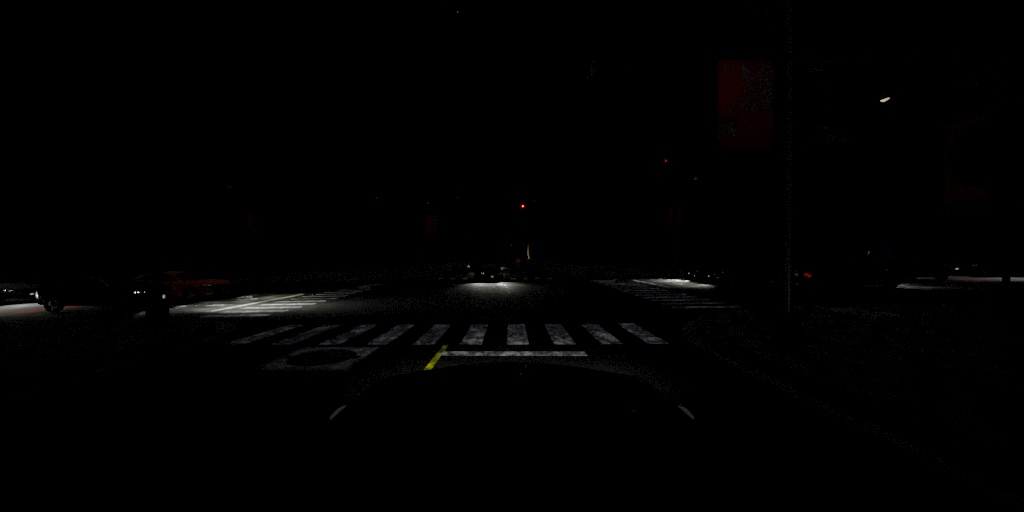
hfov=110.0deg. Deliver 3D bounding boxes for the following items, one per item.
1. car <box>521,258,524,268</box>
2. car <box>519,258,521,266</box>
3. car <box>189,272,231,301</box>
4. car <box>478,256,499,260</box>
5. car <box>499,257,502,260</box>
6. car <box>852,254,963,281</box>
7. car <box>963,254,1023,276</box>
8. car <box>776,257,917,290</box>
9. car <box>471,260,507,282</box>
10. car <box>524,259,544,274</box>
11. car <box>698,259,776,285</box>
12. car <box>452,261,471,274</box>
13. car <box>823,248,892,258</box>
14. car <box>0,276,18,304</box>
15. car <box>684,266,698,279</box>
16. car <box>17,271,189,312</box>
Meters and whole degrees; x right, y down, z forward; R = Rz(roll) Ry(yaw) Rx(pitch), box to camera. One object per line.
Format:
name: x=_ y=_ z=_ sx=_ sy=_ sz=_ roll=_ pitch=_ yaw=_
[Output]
car: x=2.661 y=1.311 z=52.009 sx=1.888 sy=1.381 sz=4.507 roll=0 pitch=0 yaw=0
car: x=2.632 y=1.320 z=57.453 sx=2.007 sy=1.370 sz=4.403 roll=0 pitch=0 yaw=0
car: x=-17.655 y=1.530 z=18.898 sx=5.008 sy=1.535 sz=1.882 roll=-1 pitch=0 yaw=2
car: x=-3.177 y=0.984 z=47.051 sx=2.150 sy=2.045 sz=5.566 roll=0 pitch=0 yaw=0
car: x=-3.232 y=1.338 z=63.801 sx=1.994 sy=1.385 sz=4.181 roll=0 pitch=0 yaw=0
car: x=24.607 y=0.815 z=22.431 sx=4.674 sy=1.442 sz=1.812 roll=-1 pitch=0 yaw=0
car: x=34.345 y=0.609 z=25.687 sx=4.902 sy=1.511 sz=2.128 roll=-1 pitch=0 yaw=0
car: x=17.399 y=0.968 z=18.854 sx=5.357 sy=1.411 sz=2.033 roll=-1 pitch=0 yaw=-2
car: x=-1.975 y=1.281 z=29.008 sx=1.812 sy=1.442 sz=4.674 roll=0 pitch=0 yaw=-12
car: x=2.718 y=1.311 z=41.120 sx=2.007 sy=1.370 sz=4.403 roll=0 pitch=0 yaw=0
car: x=14.724 y=0.968 z=22.387 sx=4.892 sy=1.490 sz=1.837 roll=-1 pitch=0 yaw=1
car: x=-5.807 y=1.311 z=41.079 sx=2.007 sy=1.370 sz=4.403 roll=0 pitch=0 yaw=0
car: x=24.125 y=0.514 z=25.677 sx=5.566 sy=2.045 sz=2.150 roll=-1 pitch=0 yaw=0
car: x=-27.630 y=1.765 z=18.876 sx=4.674 sy=1.442 sz=1.812 roll=-1 pitch=0 yaw=0
car: x=14.649 y=1.023 z=25.657 sx=4.181 sy=1.385 sz=1.994 roll=-1 pitch=0 yaw=0
car: x=-17.632 y=1.549 z=15.654 sx=4.902 sy=1.511 sz=2.128 roll=-1 pitch=0 yaw=2
